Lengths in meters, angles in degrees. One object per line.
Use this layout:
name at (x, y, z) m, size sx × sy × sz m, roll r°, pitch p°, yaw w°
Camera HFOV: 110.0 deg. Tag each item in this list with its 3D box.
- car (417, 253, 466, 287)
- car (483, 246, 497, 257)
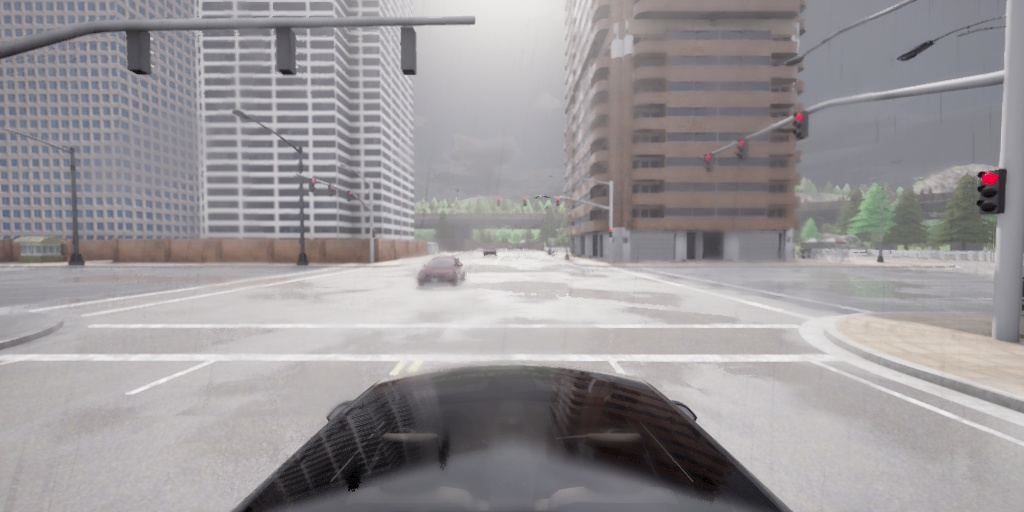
car at (-3.491, 0.749, 18.503) m, size 1.812 × 1.442 × 4.674 m, roll 0°, pitch 2°, yaw 0°
car at (-3.495, -0.860, 57.961) m, size 2.097 × 1.767 × 4.553 m, roll 0°, pitch 2°, yaw 0°
